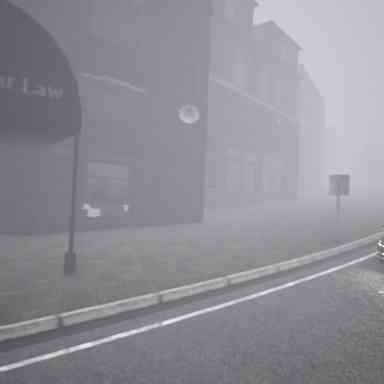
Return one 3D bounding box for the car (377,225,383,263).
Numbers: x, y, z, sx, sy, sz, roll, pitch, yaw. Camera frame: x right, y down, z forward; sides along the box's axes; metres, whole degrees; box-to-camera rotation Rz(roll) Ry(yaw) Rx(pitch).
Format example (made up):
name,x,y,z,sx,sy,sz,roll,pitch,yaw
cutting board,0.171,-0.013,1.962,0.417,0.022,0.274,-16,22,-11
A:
name,x,y,z,sx,sy,sz,roll,pitch,yaw
car,7.564,1.449,10.734,4.892,1.490,1.837,-1,1,-45
